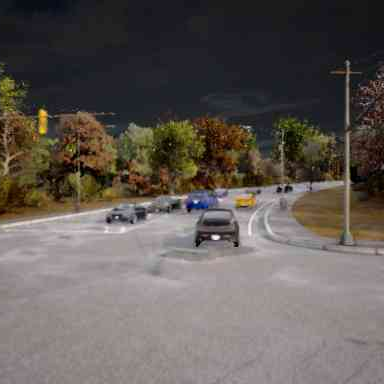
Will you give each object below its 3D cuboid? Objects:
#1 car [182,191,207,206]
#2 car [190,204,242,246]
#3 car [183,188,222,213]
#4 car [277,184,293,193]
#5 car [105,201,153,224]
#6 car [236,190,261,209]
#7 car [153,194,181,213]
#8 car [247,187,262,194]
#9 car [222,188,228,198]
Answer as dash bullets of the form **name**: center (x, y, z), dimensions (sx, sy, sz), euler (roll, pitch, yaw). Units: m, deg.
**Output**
- **car**: center (0.403, 0.771, 42.263), dimensions (1.812, 1.442, 4.674), euler (0, 3, 18)
- **car**: center (1.233, 1.500, 15.264), dimensions (1.837, 1.490, 4.892), euler (0, 0, 7)
- **car**: center (1.053, 0.897, 32.295), dimensions (2.150, 2.045, 5.566), euler (0, 2, 15)
- **car**: center (16.736, -0.681, 59.708), dimensions (1.882, 1.535, 5.008), euler (0, 4, 32)
- **car**: center (-4.618, 1.476, 24.121), dimensions (1.994, 1.385, 4.181), euler (0, 1, 12)
- **car**: center (6.052, 0.917, 36.603), dimensions (1.882, 1.535, 5.008), euler (0, 3, 18)
- **car**: center (-2.612, 1.040, 32.689), dimensions (2.097, 1.767, 4.553), euler (0, 2, 15)
- **car**: center (10.310, -0.175, 55.656), dimensions (1.994, 1.385, 4.181), euler (0, 4, 29)
- **car**: center (4.309, 0.164, 51.694), dimensions (1.812, 1.442, 4.674), euler (0, 3, 23)
